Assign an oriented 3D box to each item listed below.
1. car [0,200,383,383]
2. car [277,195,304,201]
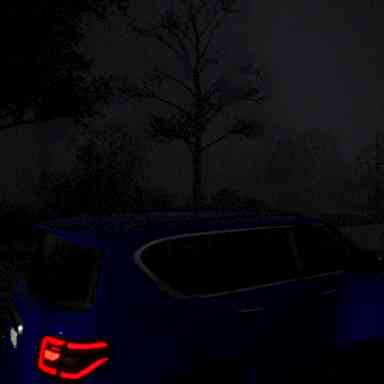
[{"bbox_3d":[0.756,1.237,4.236,5.566,2.045,2.150,0,0,-35],"label":"car"},{"bbox_3d":[14.382,1.428,47.248,2.150,2.045,5.566,0,0,-26],"label":"car"}]
